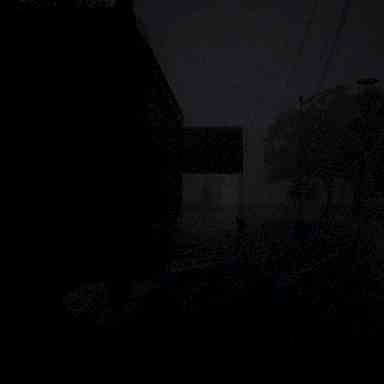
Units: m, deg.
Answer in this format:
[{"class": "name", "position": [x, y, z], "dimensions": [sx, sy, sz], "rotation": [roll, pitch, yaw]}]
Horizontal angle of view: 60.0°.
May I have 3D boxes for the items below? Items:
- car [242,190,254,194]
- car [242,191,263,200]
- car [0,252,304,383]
[{"class": "car", "position": [17.193, 1.093, 93.606], "dimensions": [4.792, 1.488, 2.163], "rotation": [-2, 4, -16]}, {"class": "car", "position": [16.968, 1.296, 90.658], "dimensions": [4.674, 1.452, 2.002], "rotation": [-1, 4, -16]}, {"class": "car", "position": [-0.452, 1.544, 3.965], "dimensions": [4.674, 1.442, 1.812], "rotation": [0, 0, -41]}]
